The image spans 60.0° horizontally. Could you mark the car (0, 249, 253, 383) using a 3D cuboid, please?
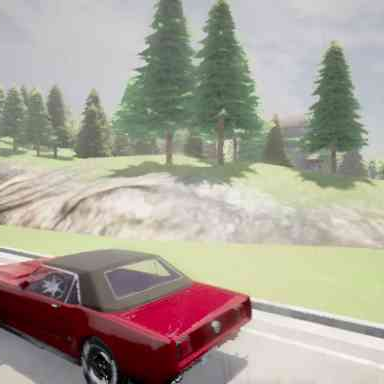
[{"bbox_3d":[-1.592,1.578,5.129,4.718,1.301,1.895,0,0,36],"label":"car"}]
